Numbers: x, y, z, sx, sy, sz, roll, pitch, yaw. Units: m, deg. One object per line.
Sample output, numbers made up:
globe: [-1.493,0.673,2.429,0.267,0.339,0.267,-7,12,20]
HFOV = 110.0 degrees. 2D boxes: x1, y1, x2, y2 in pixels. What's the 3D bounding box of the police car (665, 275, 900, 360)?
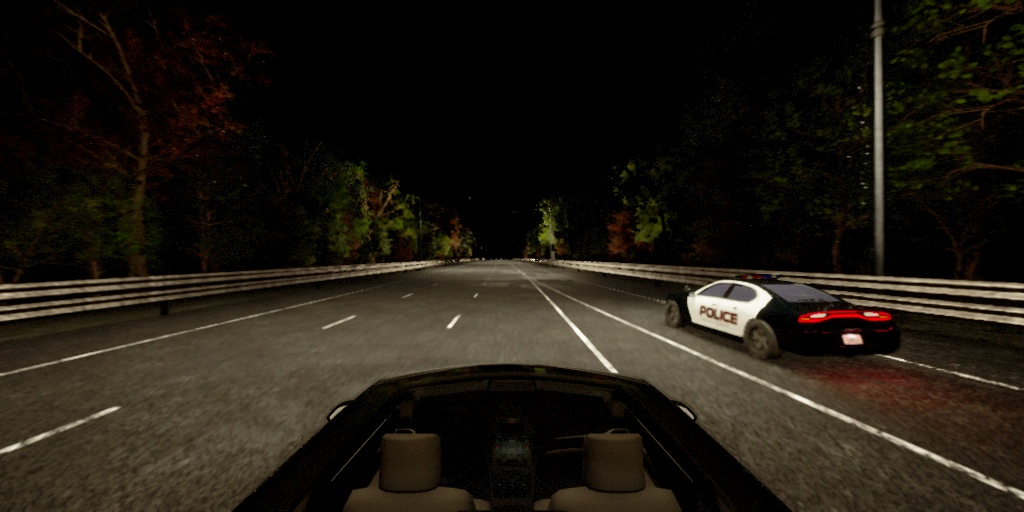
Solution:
police car: [5.487,1.224,8.434,2.038,1.542,4.974,0,0,-6]
